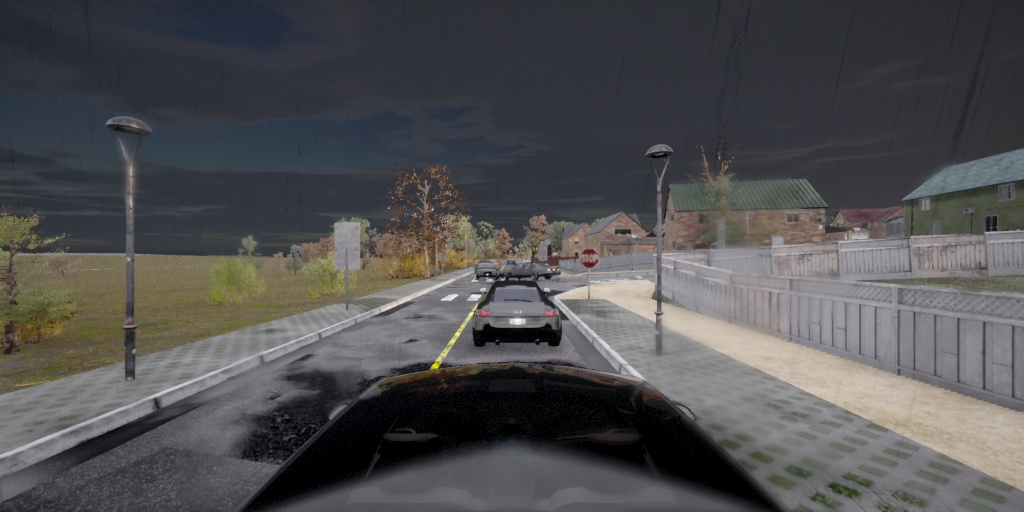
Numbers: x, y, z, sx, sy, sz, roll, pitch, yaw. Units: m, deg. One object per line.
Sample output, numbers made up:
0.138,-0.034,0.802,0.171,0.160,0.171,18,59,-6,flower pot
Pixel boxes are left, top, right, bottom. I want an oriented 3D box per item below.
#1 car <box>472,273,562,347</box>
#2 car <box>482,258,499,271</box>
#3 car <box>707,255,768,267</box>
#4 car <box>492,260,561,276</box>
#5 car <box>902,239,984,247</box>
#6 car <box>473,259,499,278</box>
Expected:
0.086,1.313,9.366,1.994,1.385,4.181,0,0,-1,car
-2.952,1.120,51.104,2.097,1.767,4.553,0,0,1,car
14.343,0.413,22.788,4.181,1.385,1.994,-3,0,16,car
1.280,1.197,28.383,5.357,1.411,2.033,-4,-3,43,car
23.848,-0.208,20.386,4.902,1.511,2.128,-3,0,14,car
-2.314,1.257,31.287,1.837,1.490,4.892,0,0,-8,car
